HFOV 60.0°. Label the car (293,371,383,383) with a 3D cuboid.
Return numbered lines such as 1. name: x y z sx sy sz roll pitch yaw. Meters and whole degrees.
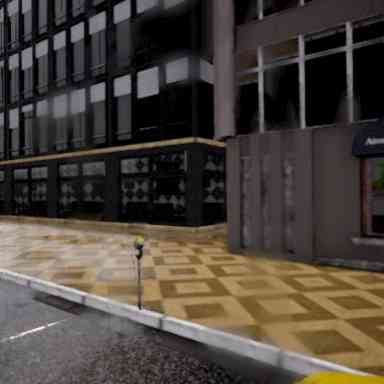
1. car: 2.459 1.532 1.147 4.829 1.417 1.752 0 -1 35
